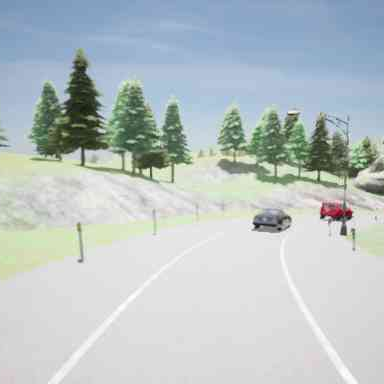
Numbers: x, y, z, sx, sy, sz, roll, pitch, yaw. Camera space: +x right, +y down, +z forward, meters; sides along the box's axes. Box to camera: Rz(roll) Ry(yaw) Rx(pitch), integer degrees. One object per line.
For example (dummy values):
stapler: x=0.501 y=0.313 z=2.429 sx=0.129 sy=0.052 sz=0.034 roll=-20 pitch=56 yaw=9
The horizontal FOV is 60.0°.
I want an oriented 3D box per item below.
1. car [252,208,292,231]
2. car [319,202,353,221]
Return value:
car: x=5.755 y=1.876 z=23.454 sx=2.033 sy=1.411 sz=5.357 roll=3 pitch=0 yaw=26
car: x=16.960 y=2.253 z=38.971 sx=2.150 sy=2.045 sz=5.566 roll=5 pitch=1 yaw=45
